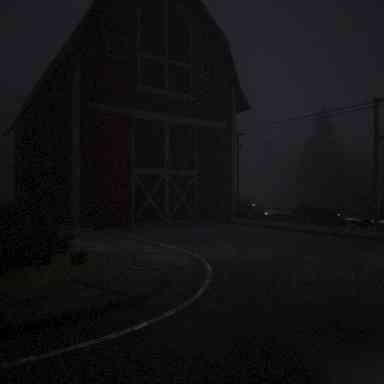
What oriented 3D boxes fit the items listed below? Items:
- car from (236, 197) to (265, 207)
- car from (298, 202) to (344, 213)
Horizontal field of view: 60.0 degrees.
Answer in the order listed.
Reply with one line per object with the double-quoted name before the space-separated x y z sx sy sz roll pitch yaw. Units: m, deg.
"car" 6.191 1.379 37.662 2.097 1.767 4.553 0 0 -34
"car" 11.296 1.628 30.221 1.895 1.301 4.718 0 0 -34
